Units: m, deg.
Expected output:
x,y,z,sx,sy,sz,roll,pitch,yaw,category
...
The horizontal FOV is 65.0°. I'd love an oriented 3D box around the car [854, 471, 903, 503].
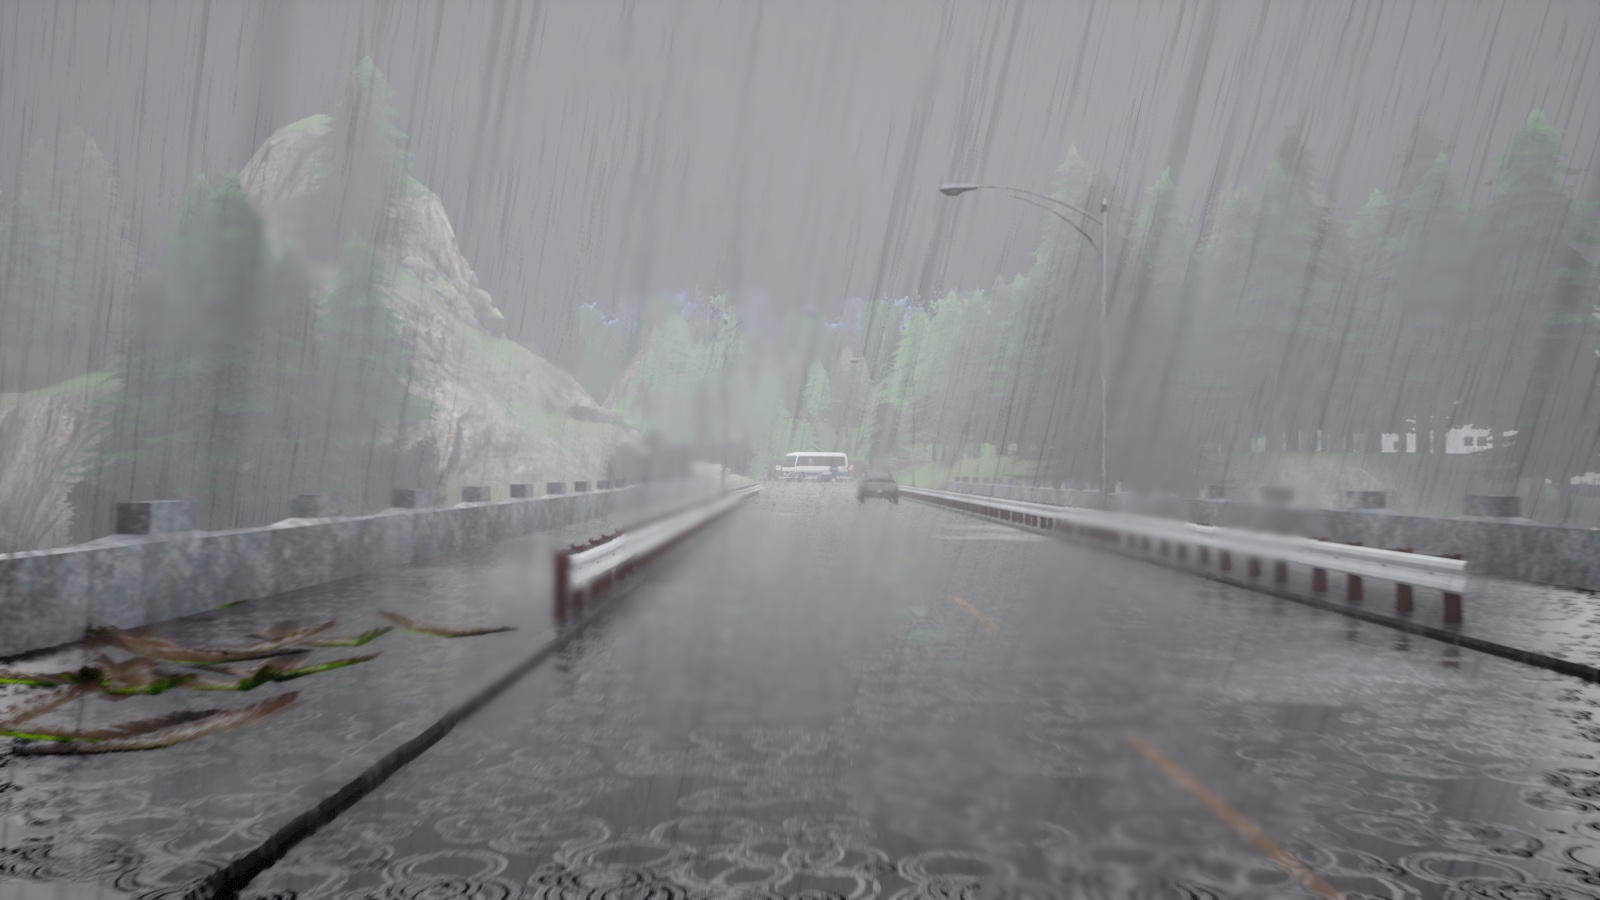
x,y,z,sx,sy,sz,roll,pitch,yaw,category
3.846,1.793,62.212,2.128,1.511,4.902,0,-1,0,car
